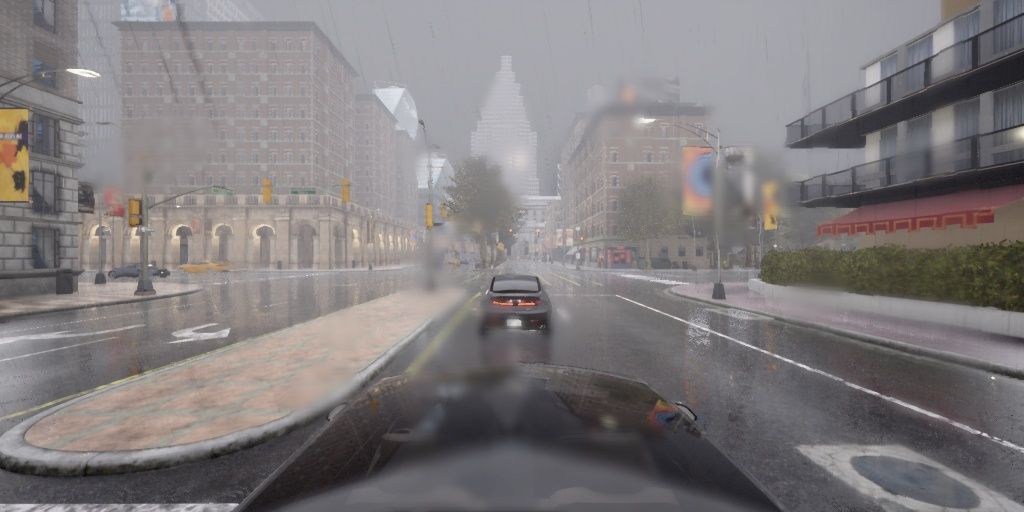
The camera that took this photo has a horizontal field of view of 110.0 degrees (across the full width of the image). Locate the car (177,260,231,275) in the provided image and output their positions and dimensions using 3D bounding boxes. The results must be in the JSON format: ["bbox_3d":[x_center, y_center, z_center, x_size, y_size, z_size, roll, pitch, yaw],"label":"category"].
[{"bbox_3d":[-33.950,1.227,39.520,5.008,1.535,1.882,0,0,0],"label":"car"}]

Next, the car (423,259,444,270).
[{"bbox_3d":[-11.597,1.255,52.683,1.837,1.490,4.892,0,0,2],"label":"car"}]

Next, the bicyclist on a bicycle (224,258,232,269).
[{"bbox_3d":[-37.171,1.050,46.808,0.582,1.620,1.656,0,0,0],"label":"bicyclist on a bicycle"}]

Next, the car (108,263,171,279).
[{"bbox_3d":[-33.556,1.314,32.352,4.181,1.385,1.994,0,0,0],"label":"car"}]

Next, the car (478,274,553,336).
[{"bbox_3d":[0.101,1.255,10.369,1.837,1.490,4.892,0,0,0],"label":"car"}]
